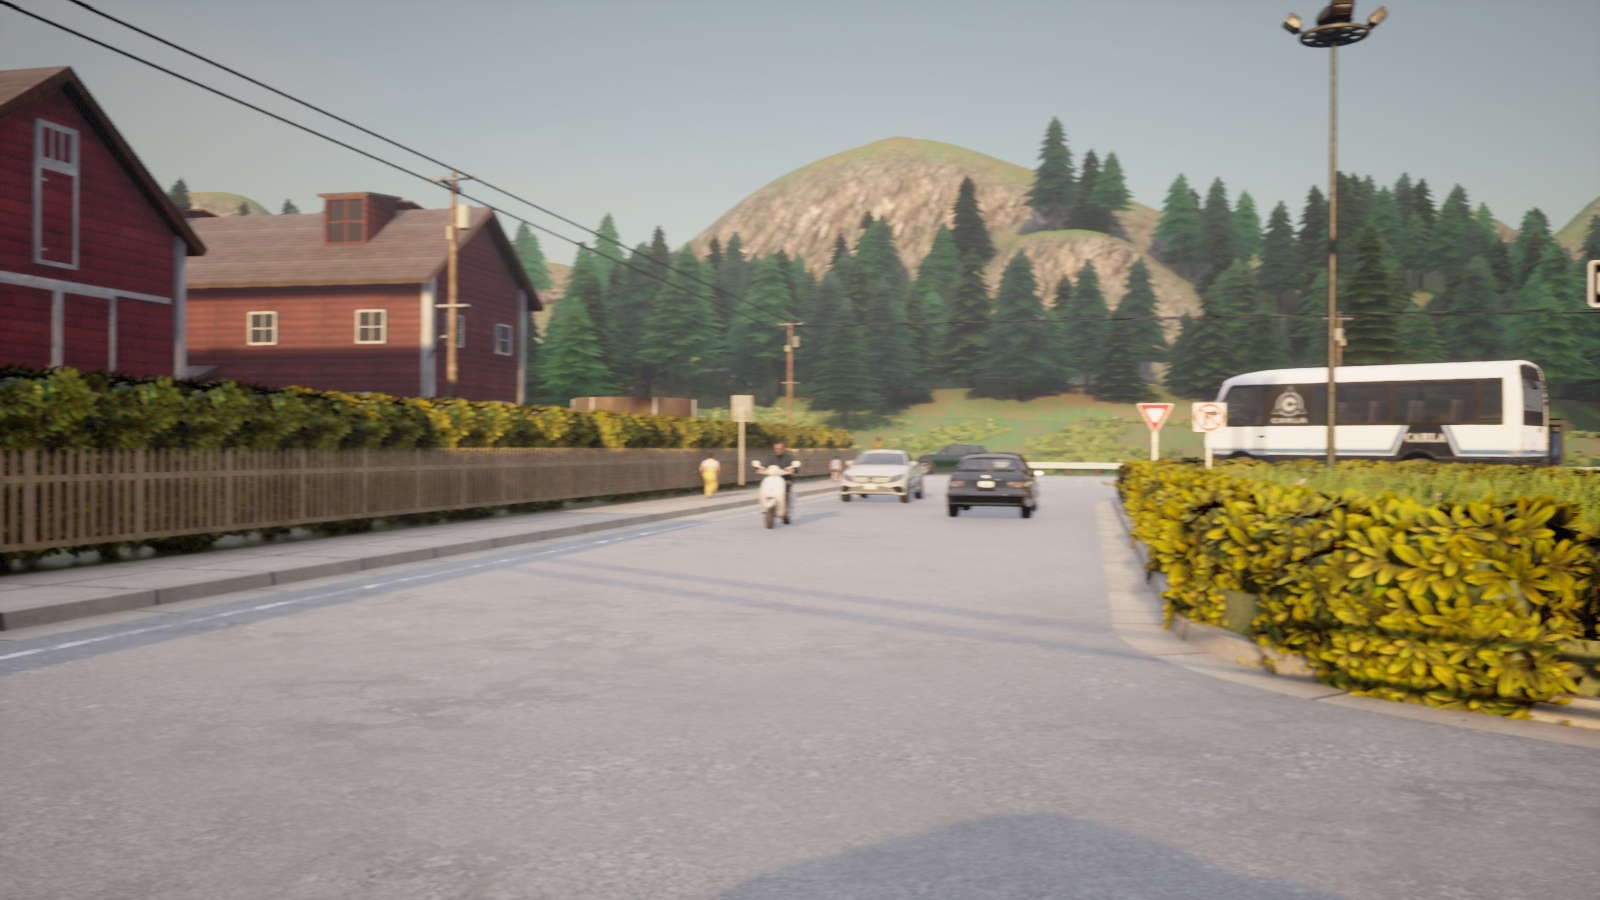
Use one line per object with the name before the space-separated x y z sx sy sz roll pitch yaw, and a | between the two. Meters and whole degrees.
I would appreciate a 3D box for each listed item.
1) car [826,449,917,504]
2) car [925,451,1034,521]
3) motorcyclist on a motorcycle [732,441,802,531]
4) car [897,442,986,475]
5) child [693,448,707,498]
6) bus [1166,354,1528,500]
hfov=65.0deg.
car | 2.073 0.685 35.142 1.812 1.442 4.674 0 0 12
car | 4.163 0.728 28.376 2.033 1.411 5.357 0 0 12
motorcyclist on a motorcycle | -0.589 0.636 23.083 0.866 1.590 1.817 0 0 12
car | 7.660 0.450 67.828 4.553 1.767 2.097 0 0 13
child | -2.569 0.590 32.232 0.270 1.263 0.437 0 0 10
bus | 17.860 -0.695 41.696 10.273 4.253 3.944 0 0 43
